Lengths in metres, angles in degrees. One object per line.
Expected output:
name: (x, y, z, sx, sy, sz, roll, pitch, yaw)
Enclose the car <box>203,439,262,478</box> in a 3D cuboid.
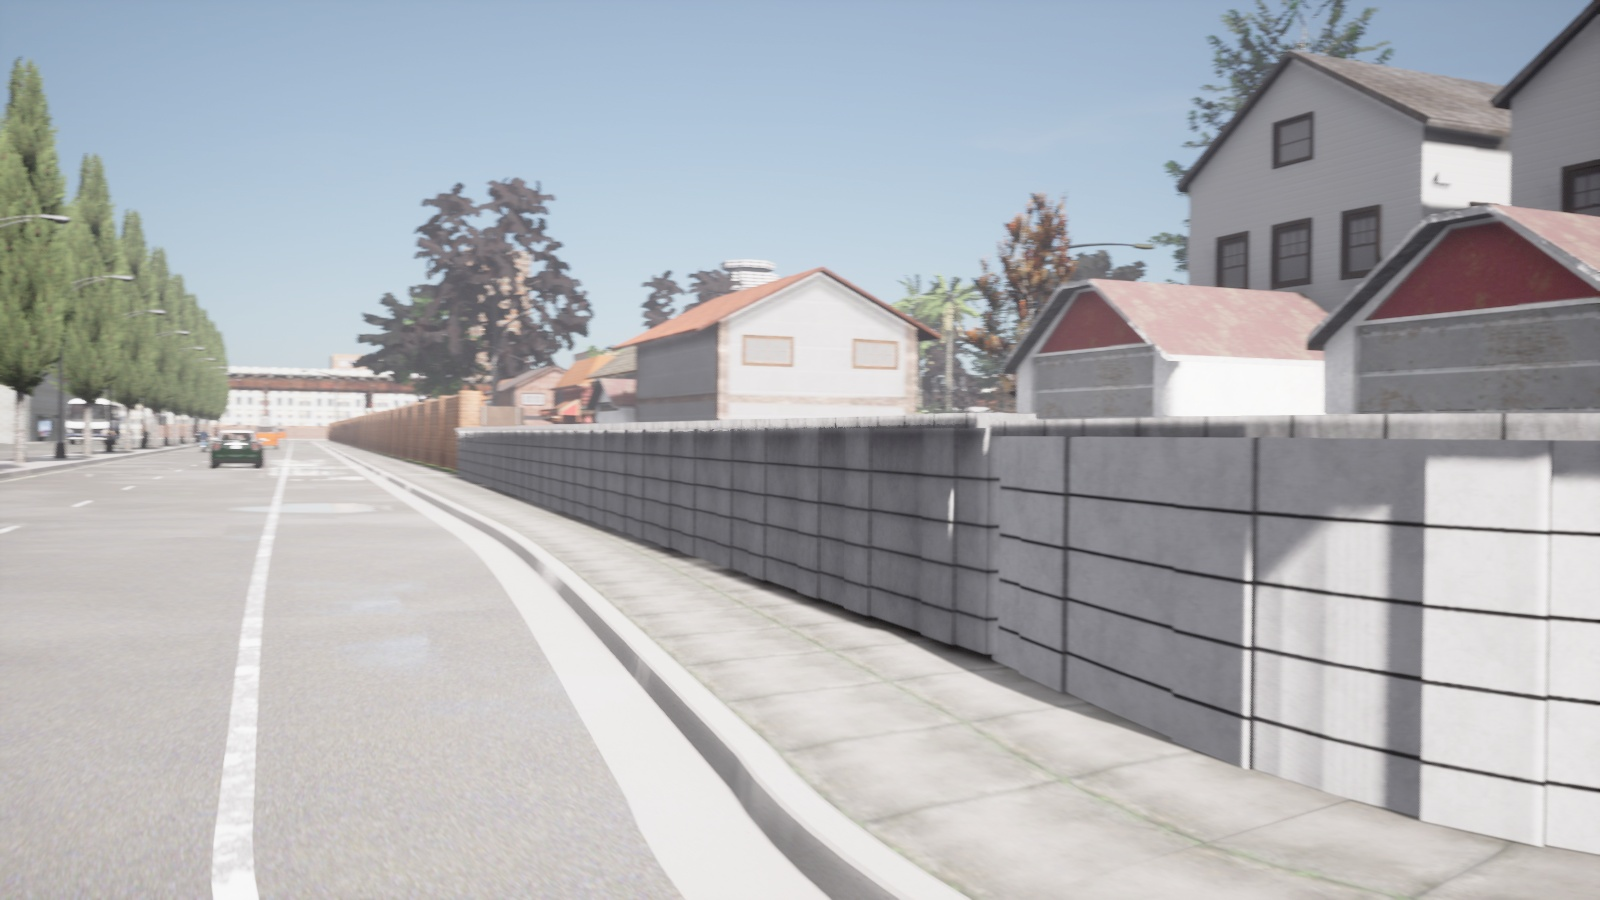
car: (-22.476, 0.320, 49.844, 1.970, 1.475, 3.806, -1, 1, -22)
